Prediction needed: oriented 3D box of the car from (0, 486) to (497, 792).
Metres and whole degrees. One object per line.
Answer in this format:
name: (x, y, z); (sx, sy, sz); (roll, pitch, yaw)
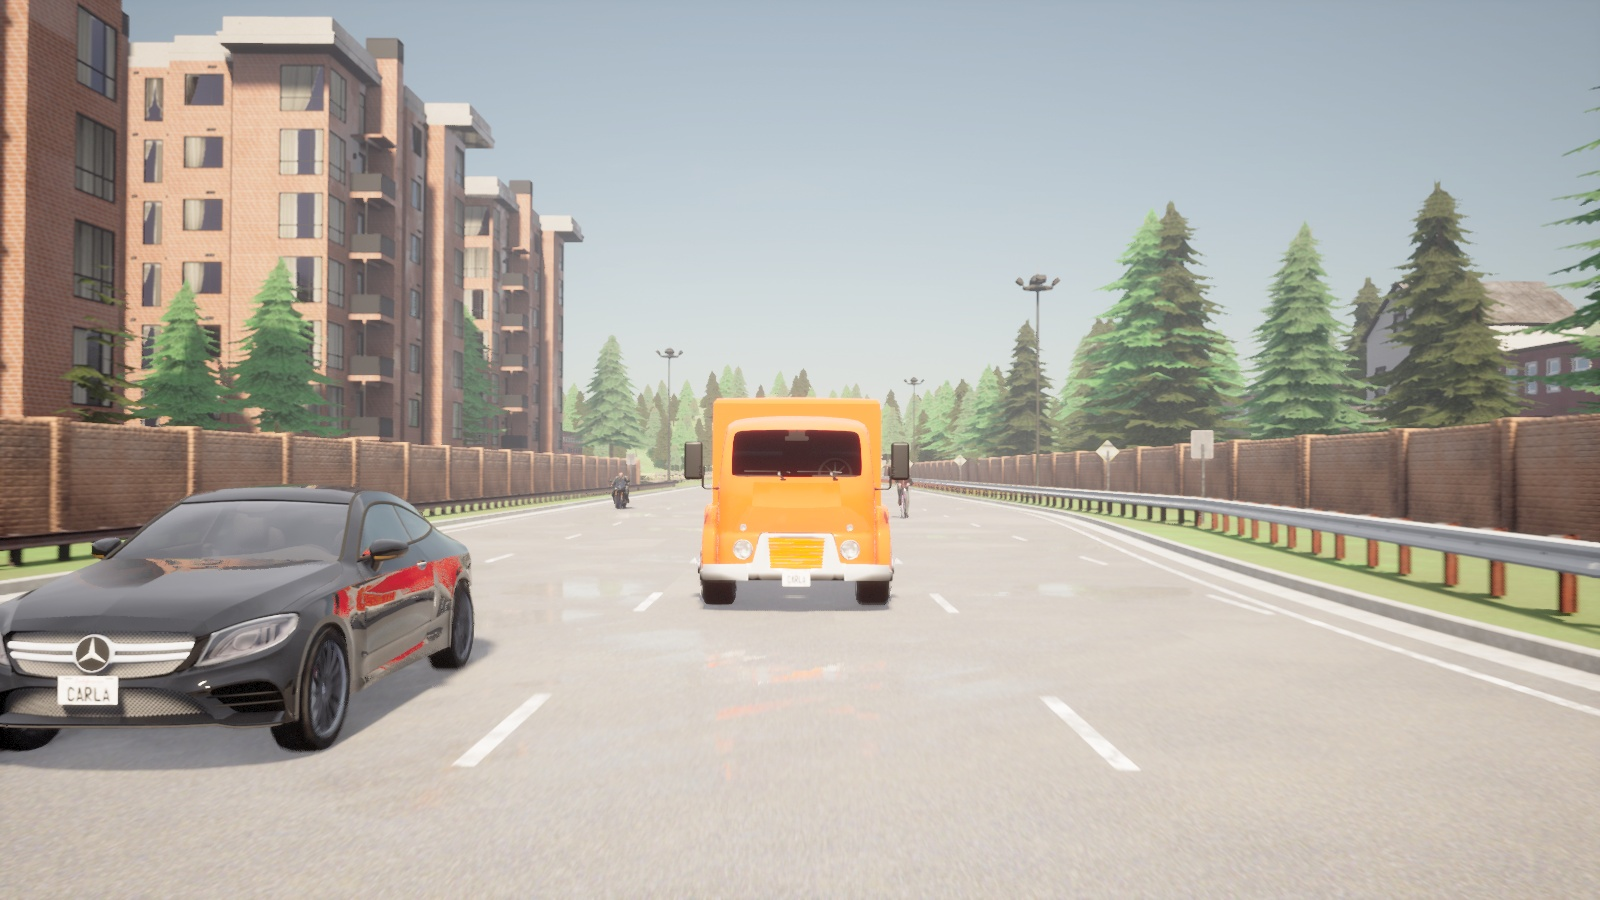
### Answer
car: (-3.515, 0.997, 8.526); (1.812, 1.442, 4.674); (0, -1, 0)

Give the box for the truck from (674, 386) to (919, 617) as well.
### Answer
truck: (-0.041, 0.597, 16.113); (2.627, 2.467, 5.204); (0, -1, 0)

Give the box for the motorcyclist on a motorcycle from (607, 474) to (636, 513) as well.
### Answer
motorcyclist on a motorcycle: (-7.122, 1.716, 50.116); (0.866, 1.530, 2.191); (0, -1, 0)
